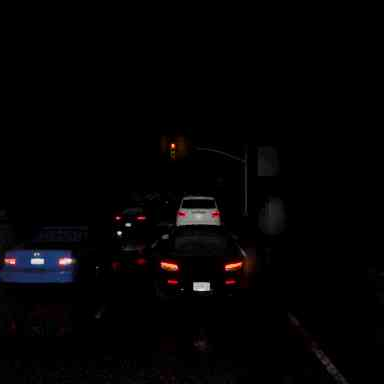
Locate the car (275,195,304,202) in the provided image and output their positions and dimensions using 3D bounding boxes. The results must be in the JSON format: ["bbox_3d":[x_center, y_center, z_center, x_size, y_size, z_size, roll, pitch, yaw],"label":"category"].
[{"bbox_3d":[13.241,1.202,43.763,4.553,1.767,2.097,0,0,-2],"label":"car"}]

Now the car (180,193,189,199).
[{"bbox_3d":[-1.902,0.999,86.536,2.033,1.411,5.357,0,1,1],"label":"car"}]

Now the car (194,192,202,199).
[{"bbox_3d":[1.608,0.806,87.201,2.097,1.767,4.553,0,1,1],"label":"car"}]

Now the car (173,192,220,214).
[{"bbox_3d":[0.358,1.182,17.966,2.150,2.045,5.566,0,0,1],"label":"car"}]

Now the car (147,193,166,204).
[{"bbox_3d":[-6.051,1.269,57.191,1.882,1.535,5.008,0,0,2],"label":"car"}]

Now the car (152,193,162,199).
[{"bbox_3d":[-8.921,0.967,85.414,1.882,1.535,5.008,0,1,1],"label":"car"}]

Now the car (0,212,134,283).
[{"bbox_3d":[-3.286,1.535,9.667,2.033,1.411,5.357,0,0,1],"label":"car"}]

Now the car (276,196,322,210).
[{"bbox_3d":[13.053,1.465,40.255,4.718,1.301,1.895,0,0,-2],"label":"car"}]

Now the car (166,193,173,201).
[{"bbox_3d":[-5.712,1.266,70.351,1.994,1.385,4.181,0,0,1],"label":"car"}]

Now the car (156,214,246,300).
[{"bbox_3d":[0.201,1.517,8.230,1.812,1.442,4.674,0,0,1],"label":"car"}]

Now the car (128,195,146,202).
[{"bbox_3d":[-9.567,1.320,56.632,1.812,1.442,4.674,0,1,1],"label":"car"}]

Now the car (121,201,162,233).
[{"bbox_3d":[-3.121,1.481,19.159,1.812,1.442,4.674,0,0,3],"label":"car"}]
